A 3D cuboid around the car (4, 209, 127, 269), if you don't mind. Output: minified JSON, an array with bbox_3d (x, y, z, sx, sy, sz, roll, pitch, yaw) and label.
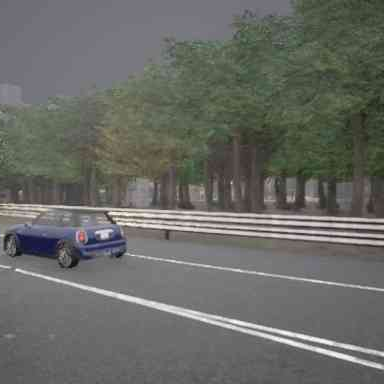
[{"bbox_3d":[-4.410,1.355,11.367,4.553,1.767,2.097,0,0,35],"label":"car"}]
